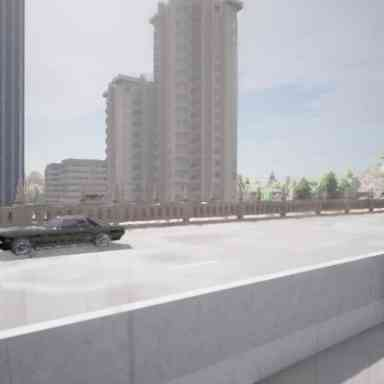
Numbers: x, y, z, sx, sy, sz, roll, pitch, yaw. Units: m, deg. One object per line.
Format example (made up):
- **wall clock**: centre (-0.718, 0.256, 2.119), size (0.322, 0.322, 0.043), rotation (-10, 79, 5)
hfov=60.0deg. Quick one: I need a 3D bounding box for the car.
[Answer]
- **car**: centre (-5.187, 1.613, 13.194), size (4.718, 1.301, 1.895), rotation (0, 0, -36)
